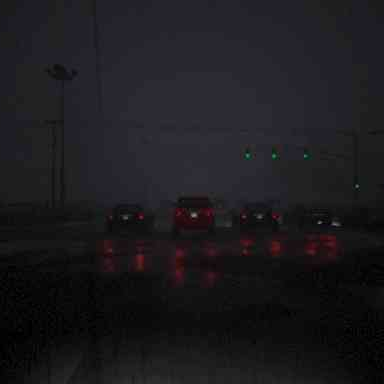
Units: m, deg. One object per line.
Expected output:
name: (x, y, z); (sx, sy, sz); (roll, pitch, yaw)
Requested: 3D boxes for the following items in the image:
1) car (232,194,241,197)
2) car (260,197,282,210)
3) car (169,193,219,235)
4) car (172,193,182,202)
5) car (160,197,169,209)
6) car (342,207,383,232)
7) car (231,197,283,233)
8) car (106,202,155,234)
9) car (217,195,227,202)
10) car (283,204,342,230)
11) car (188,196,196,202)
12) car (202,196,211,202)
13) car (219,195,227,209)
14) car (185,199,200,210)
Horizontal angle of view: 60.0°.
car: (10.484, 1.344, 77.901); (2.097, 1.767, 4.553); (0, 0, 0)
car: (10.589, 1.499, 44.904); (1.837, 1.490, 4.892); (0, 0, 0)
car: (0.096, 1.218, 18.826); (2.150, 2.045, 5.566); (0, 0, 0)
car: (-3.516, 1.212, 79.008); (2.150, 2.045, 5.566); (0, 0, 0)
car: (-3.414, 1.470, 46.461); (1.882, 1.535, 5.008); (0, 0, 0)
car: (10.595, 1.562, 20.107); (1.994, 1.385, 4.181); (0, 0, 0)
car: (3.594, 1.349, 19.782); (2.097, 1.767, 4.553); (0, 0, 0)
car: (-3.404, 1.349, 19.190); (2.097, 1.767, 4.553); (0, 0, 0)
car: (6.984, 1.488, 78.284); (1.837, 1.490, 4.892); (0, 0, 0)
car: (7.096, 1.489, 20.905); (2.128, 1.511, 4.902); (0, 0, 0)
car: (-0.016, 1.583, 77.033); (1.895, 1.301, 4.718); (0, 0, 0)
car: (3.484, 1.583, 78.146); (1.895, 1.301, 4.718); (0, 0, 0)
car: (3.588, 1.498, 44.936); (1.837, 1.490, 4.892); (0, 0, 0)
car: (0.089, 1.594, 43.386); (1.895, 1.301, 4.718); (0, 0, 0)
